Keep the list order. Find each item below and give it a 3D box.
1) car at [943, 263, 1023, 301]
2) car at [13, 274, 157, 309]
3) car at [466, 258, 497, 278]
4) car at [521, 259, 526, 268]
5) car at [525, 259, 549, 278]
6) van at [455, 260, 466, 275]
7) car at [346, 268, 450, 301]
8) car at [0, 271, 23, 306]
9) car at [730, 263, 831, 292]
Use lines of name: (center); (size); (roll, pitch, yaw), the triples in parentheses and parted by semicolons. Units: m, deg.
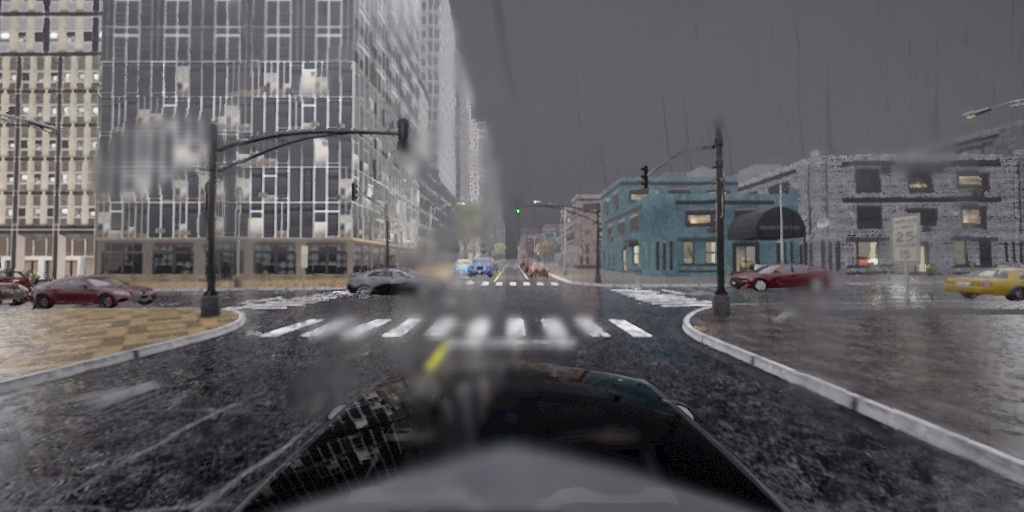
car: (20.696, 1.066, 14.583); (4.829, 1.417, 1.751); (0, 0, 1)
car: (-17.413, 1.486, 14.966); (4.207, 1.307, 1.802); (0, 0, 1)
car: (-3.071, 1.171, 36.934); (2.150, 2.045, 5.566); (0, 0, 0)
car: (2.715, 1.326, 48.143); (2.192, 1.841, 5.009); (0, 0, 0)
car: (2.709, 1.388, 36.795); (1.967, 1.591, 4.097); (0, 0, 0)
van: (-5.669, 1.321, 42.435); (1.690, 1.789, 3.998); (0, 0, 0)
car: (-5.499, 1.328, 17.541); (4.902, 1.511, 2.128); (0, 0, 1)
car: (-23.096, 1.399, 15.023); (4.097, 1.591, 1.967); (0, 0, 1)
car: (15.158, 1.205, 20.448); (5.008, 1.535, 1.882); (-1, -1, 1)
